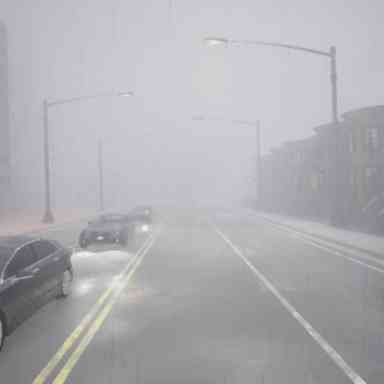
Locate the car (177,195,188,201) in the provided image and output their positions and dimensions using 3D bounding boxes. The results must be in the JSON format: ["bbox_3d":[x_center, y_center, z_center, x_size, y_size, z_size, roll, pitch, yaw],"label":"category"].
[{"bbox_3d":[-2.230,1.849,92.076,1.895,1.301,4.718,-2,1,-6],"label":"car"}]

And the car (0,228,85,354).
[{"bbox_3d":[-3.656,1.638,5.989,1.837,1.490,4.892,-2,0,-1],"label":"car"}]

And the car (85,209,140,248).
[{"bbox_3d":[-3.888,1.756,15.904,1.994,1.385,4.181,-2,0,-2],"label":"car"}]

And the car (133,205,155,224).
[{"bbox_3d":[-4.154,1.809,27.803,2.033,1.411,5.357,-2,0,-1],"label":"car"}]
